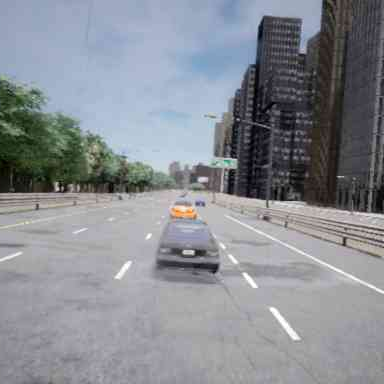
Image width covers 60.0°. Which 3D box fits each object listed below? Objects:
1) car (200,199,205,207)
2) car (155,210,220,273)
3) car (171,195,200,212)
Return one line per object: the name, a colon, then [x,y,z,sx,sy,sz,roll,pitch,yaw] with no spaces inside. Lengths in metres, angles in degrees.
car: [1.569,2.042,64.174,1.812,1.442,4.674,4,-1,-2]
car: [-0.175,1.614,11.080,2.033,1.411,5.357,4,0,-2]
car: [-0.783,1.496,28.716,2.097,1.767,4.553,4,0,-2]
